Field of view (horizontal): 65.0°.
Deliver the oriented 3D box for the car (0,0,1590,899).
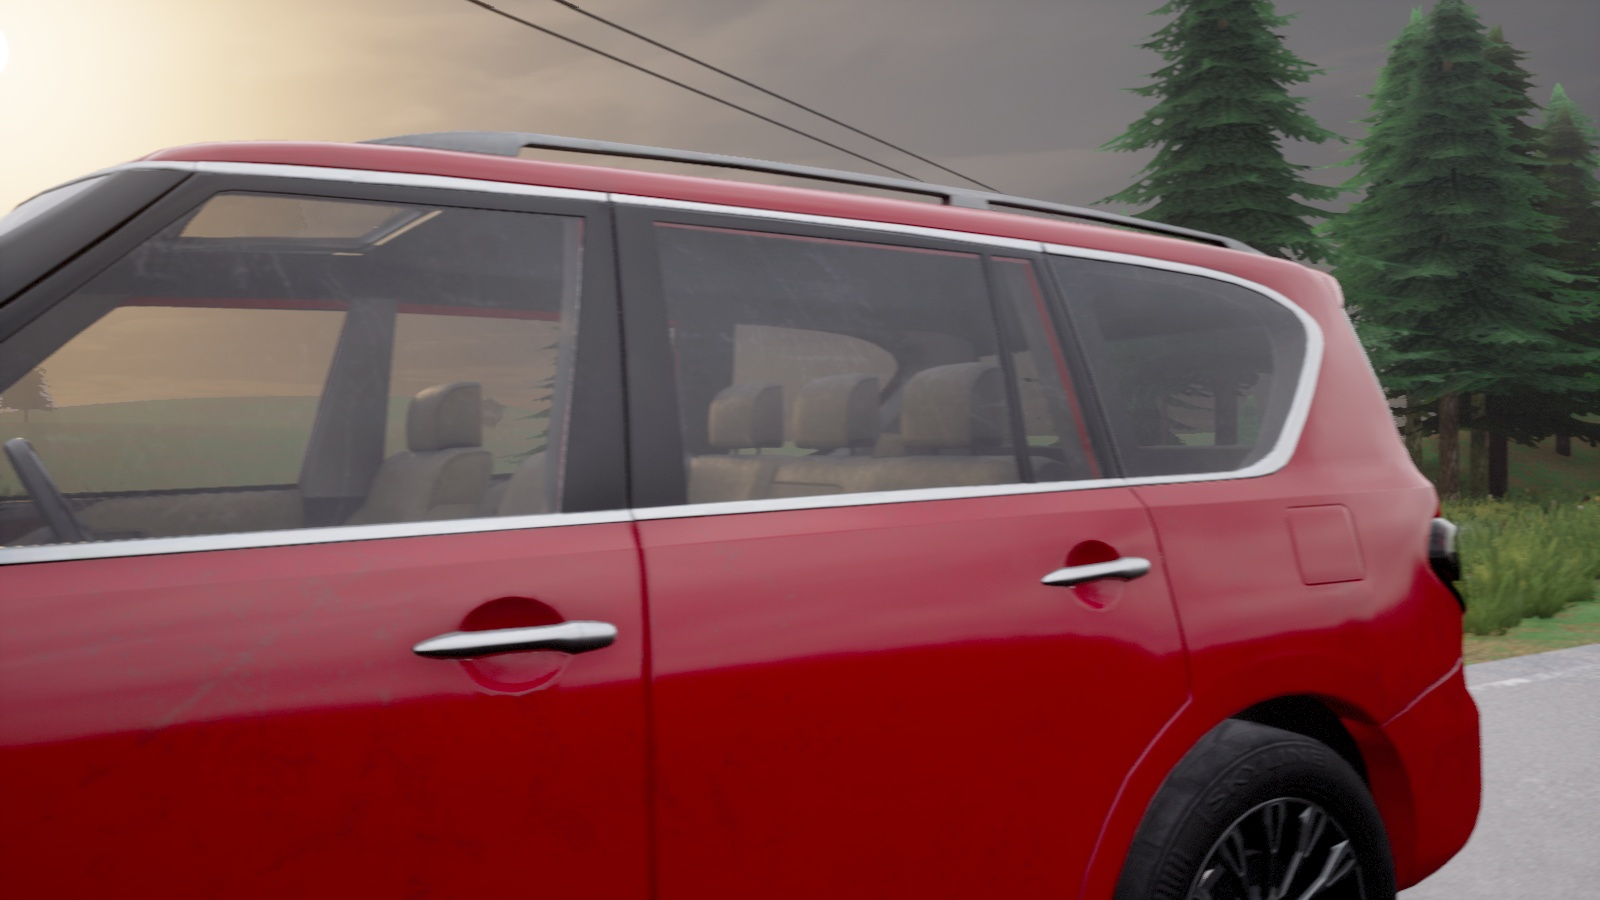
[{"bbox_3d":[-0.872,0.468,2.656,5.566,2.045,2.150,0,0,-33],"label":"car"}]
